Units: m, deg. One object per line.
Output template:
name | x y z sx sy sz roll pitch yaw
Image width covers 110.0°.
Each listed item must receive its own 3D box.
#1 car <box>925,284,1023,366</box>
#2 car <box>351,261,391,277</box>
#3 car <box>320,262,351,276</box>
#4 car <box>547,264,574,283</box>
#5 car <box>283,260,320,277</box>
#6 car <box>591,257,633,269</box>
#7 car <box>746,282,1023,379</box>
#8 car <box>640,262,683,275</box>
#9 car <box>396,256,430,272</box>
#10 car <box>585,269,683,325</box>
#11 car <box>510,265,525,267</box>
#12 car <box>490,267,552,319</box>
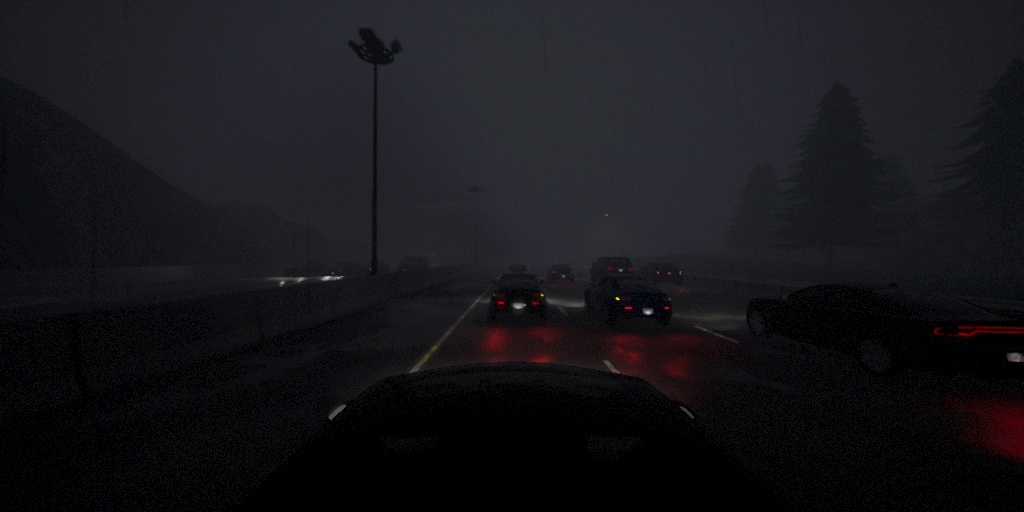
car | 10.635 1.368 5.684 2.033 1.411 5.357 0 0 1
car | -13.567 1.233 35.365 1.882 1.535 5.008 0 0 1
car | -17.031 1.286 36.834 2.033 1.411 5.357 0 0 1
car | 3.961 1.366 29.530 1.812 1.442 4.674 0 0 1
car | -20.559 1.194 35.736 1.882 1.535 5.008 0 0 1
car | 7.442 1.076 27.072 2.150 2.045 5.566 0 0 1
car | 7.153 1.283 7.538 1.882 1.535 5.008 0 0 1
car | 10.941 1.226 26.974 2.097 1.767 4.553 0 0 1
car | -10.030 1.003 36.750 2.150 2.045 5.566 0 0 1
car | 3.707 1.322 11.990 1.812 1.442 4.674 0 0 1
car | 0.475 1.385 29.617 1.994 1.385 4.181 0 0 1
car | 0.220 1.304 12.840 1.812 1.442 4.674 0 0 1
